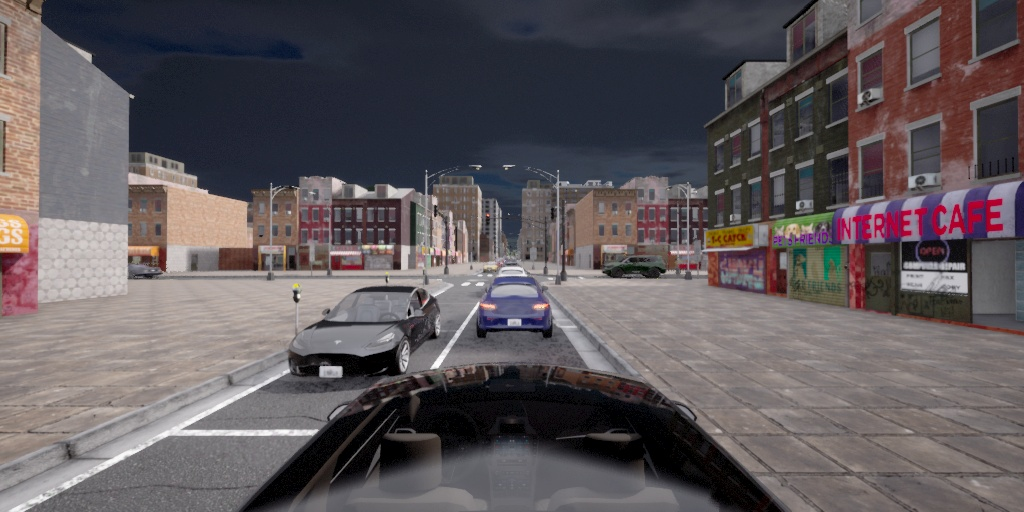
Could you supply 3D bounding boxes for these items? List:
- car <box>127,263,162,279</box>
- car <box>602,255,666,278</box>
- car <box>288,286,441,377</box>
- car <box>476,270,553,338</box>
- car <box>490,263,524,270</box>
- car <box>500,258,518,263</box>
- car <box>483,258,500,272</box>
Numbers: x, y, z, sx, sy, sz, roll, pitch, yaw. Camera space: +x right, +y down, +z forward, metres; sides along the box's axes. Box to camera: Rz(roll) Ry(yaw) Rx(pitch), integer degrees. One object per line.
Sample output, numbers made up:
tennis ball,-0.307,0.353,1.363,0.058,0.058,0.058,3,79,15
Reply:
car,-35.557,1.395,33.017,5.357,1.411,2.033,0,0,0
car,11.188,0.975,33.003,5.566,2.045,2.150,0,0,0
car,-2.645,1.316,7.402,1.948,1.339,4.313,0,0,0
car,0.068,1.277,10.082,1.812,1.442,4.674,0,0,0
car,-0.003,1.281,19.217,1.812,1.442,4.674,0,0,0
car,-0.057,1.280,44.325,2.128,1.511,4.902,0,0,1
car,-2.690,1.315,45.001,1.751,1.417,4.829,0,0,0
